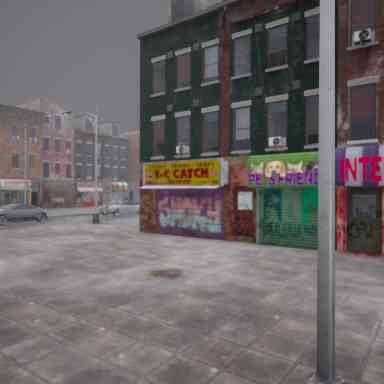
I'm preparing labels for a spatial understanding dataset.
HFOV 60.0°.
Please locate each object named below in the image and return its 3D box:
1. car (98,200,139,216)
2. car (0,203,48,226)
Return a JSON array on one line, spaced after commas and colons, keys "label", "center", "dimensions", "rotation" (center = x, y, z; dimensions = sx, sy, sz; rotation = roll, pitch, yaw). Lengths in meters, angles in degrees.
[{"label": "car", "center": [-6.486, 1.471, 31.346], "dimensions": [1.895, 1.301, 4.718], "rotation": [0, 0, 36]}, {"label": "car", "center": [-12.311, 1.488, 23.158], "dimensions": [1.994, 1.385, 4.181], "rotation": [0, 0, 35]}]
